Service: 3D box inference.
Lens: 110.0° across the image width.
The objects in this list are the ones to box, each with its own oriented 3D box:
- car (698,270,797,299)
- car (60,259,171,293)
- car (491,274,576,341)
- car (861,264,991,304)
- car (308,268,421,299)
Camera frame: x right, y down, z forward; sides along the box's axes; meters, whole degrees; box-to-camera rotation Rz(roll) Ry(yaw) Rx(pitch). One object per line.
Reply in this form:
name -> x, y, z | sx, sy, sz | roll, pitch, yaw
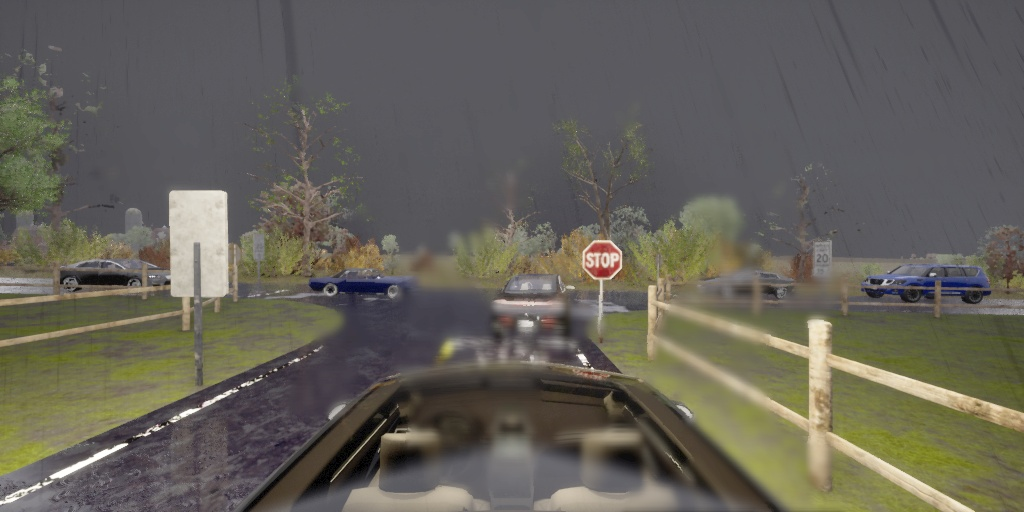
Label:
car -> 13.007, 1.525, 19.950 | 4.902, 1.511, 2.128 | 1, 1, 0
car -> -18.487, 0.885, 17.044 | 4.902, 1.511, 2.128 | 1, 1, 0
car -> 0.708, 1.240, 9.993 | 2.128, 1.511, 4.902 | 0, 0, 9
car -> 22.903, 1.466, 19.937 | 5.566, 2.045, 2.150 | 1, 1, 0
car -> -6.819, 1.248, 17.026 | 4.718, 1.301, 1.895 | 1, 1, 0
